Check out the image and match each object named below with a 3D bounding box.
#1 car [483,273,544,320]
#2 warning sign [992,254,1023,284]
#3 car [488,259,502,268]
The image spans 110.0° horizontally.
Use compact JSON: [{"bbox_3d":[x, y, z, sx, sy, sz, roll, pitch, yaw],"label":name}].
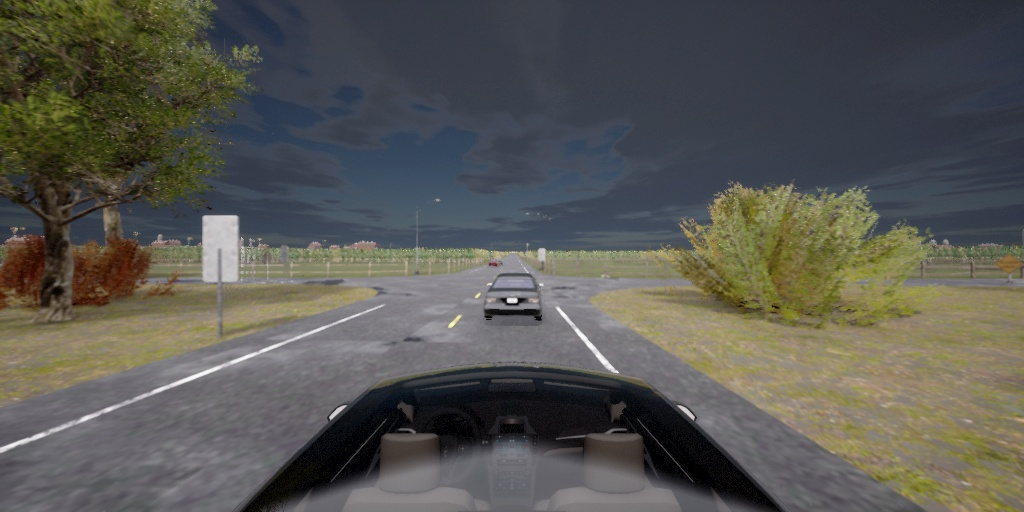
[{"bbox_3d":[0.138,1.303,12.640,2.033,1.411,5.357,0,0,3],"label":"car"},{"bbox_3d":[30.740,0.781,22.142,1.060,1.860,1.300,0,0,5],"label":"warning sign"},{"bbox_3d":[-3.215,1.338,62.925,1.895,1.301,4.718,0,0,1],"label":"car"}]
